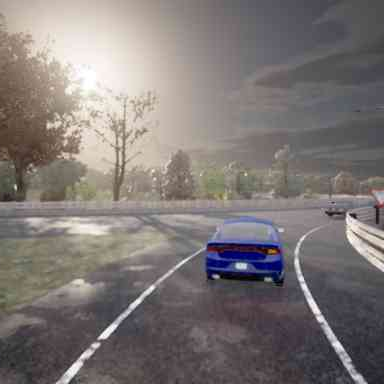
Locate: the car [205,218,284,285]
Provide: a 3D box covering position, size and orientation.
[{"bbox_3d":[1.642,1.484,9.704,1.882,1.535,5.008,0,0,13],"label":"car"}]

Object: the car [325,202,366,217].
[{"bbox_3d":[14.391,1.598,31.070,5.357,1.411,2.033,0,0,-42],"label":"car"}]
